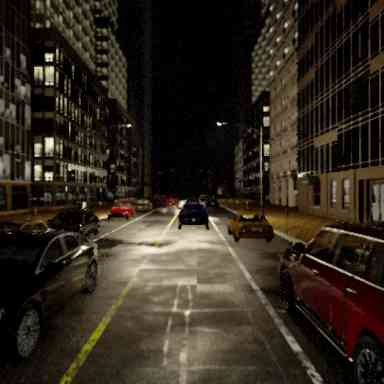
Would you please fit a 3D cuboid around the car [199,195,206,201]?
[{"bbox_3d":[2.673,1.442,84.437,1.752,1.417,4.829,0,0,0],"label":"car"}]

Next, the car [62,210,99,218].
[{"bbox_3d":[-5.691,1.558,15.974,1.947,1.339,4.313,0,0,0],"label":"car"}]

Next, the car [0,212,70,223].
[{"bbox_3d":[-5.689,1.547,10.281,2.008,1.369,4.403,0,0,0],"label":"car"}]

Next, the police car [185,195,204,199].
[{"bbox_3d":[0.092,1.396,41.166,1.930,1.638,5.238,0,0,0],"label":"police car"}]

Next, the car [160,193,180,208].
[{"bbox_3d":[-3.012,1.238,48.958,2.150,2.045,5.566,0,0,0],"label":"car"}]

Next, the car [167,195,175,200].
[{"bbox_3d":[-5.709,1.474,89.973,1.947,1.339,4.313,0,0,0],"label":"car"}]

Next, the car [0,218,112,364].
[{"bbox_3d":[-3.101,1.489,5.969,2.128,1.511,4.902,0,0,0],"label":"car"}]

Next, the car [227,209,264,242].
[{"bbox_3d":[2.690,1.518,16.133,1.752,1.417,4.829,0,0,0],"label":"car"}]

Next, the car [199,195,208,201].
[{"bbox_3d":[2.674,1.507,78.575,1.802,1.307,4.206,0,0,0],"label":"car"}]

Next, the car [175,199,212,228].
[{"bbox_3d":[0.094,1.466,21.868,1.882,1.535,5.008,0,0,0],"label":"car"}]

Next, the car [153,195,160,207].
[{"bbox_3d":[-5.699,1.506,50.127,1.887,1.381,4.507,0,0,0],"label":"car"}]

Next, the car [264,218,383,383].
[{"bbox_3d":[2.694,1.314,4.579,2.192,1.841,5.009,0,0,0],"label":"car"}]

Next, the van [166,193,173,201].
[{"bbox_3d":[-5.707,1.258,84.280,1.690,1.788,3.998,0,0,0],"label":"van"}]

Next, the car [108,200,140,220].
[{"bbox_3d":[-5.693,1.566,27.356,1.802,1.307,4.206,0,0,0],"label":"car"}]

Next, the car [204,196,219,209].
[{"bbox_3d":[2.683,1.534,44.424,1.947,1.339,4.313,0,0,0],"label":"car"}]

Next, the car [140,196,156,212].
[{"bbox_3d":[-5.697,1.524,38.742,2.008,1.369,4.403,0,0,0],"label":"car"}]

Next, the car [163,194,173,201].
[{"bbox_3d":[-5.706,1.365,78.587,1.967,1.590,4.097,0,0,0],"label":"car"}]
